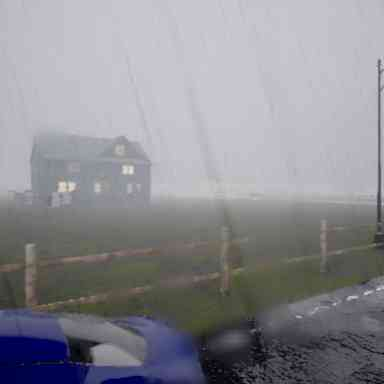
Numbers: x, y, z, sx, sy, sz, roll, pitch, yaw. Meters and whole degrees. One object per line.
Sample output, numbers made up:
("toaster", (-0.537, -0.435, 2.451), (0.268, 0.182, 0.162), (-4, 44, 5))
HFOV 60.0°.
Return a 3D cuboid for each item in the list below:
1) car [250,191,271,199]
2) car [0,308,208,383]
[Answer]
("car", (14.248, 0.635, 69.485), (2.128, 1.511, 4.902), (0, 1, -35))
("car", (-1.952, 1.526, 1.661), (4.674, 1.442, 1.812), (0, 0, -36))
